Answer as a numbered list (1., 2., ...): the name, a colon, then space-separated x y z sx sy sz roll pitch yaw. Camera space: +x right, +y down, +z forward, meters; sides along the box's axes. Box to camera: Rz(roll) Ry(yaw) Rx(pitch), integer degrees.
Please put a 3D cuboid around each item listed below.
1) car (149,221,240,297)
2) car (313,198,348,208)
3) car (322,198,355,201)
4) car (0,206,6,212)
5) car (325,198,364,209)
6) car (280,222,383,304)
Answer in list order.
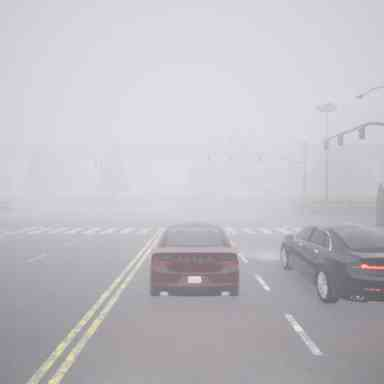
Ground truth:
1. car: 0.055 1.474 8.639 1.882 1.535 5.008 0 0 0
2. car: 19.580 1.541 47.131 4.181 1.385 1.994 0 0 0
3. car: 18.132 1.528 40.137 5.357 1.411 2.033 0 0 0
4. car: -21.551 1.531 33.080 5.357 1.411 2.033 0 0 0
5. car: 19.919 1.543 43.631 4.181 1.385 1.994 0 0 0
6. car: 3.554 1.501 8.128 1.837 1.490 4.892 0 0 0
